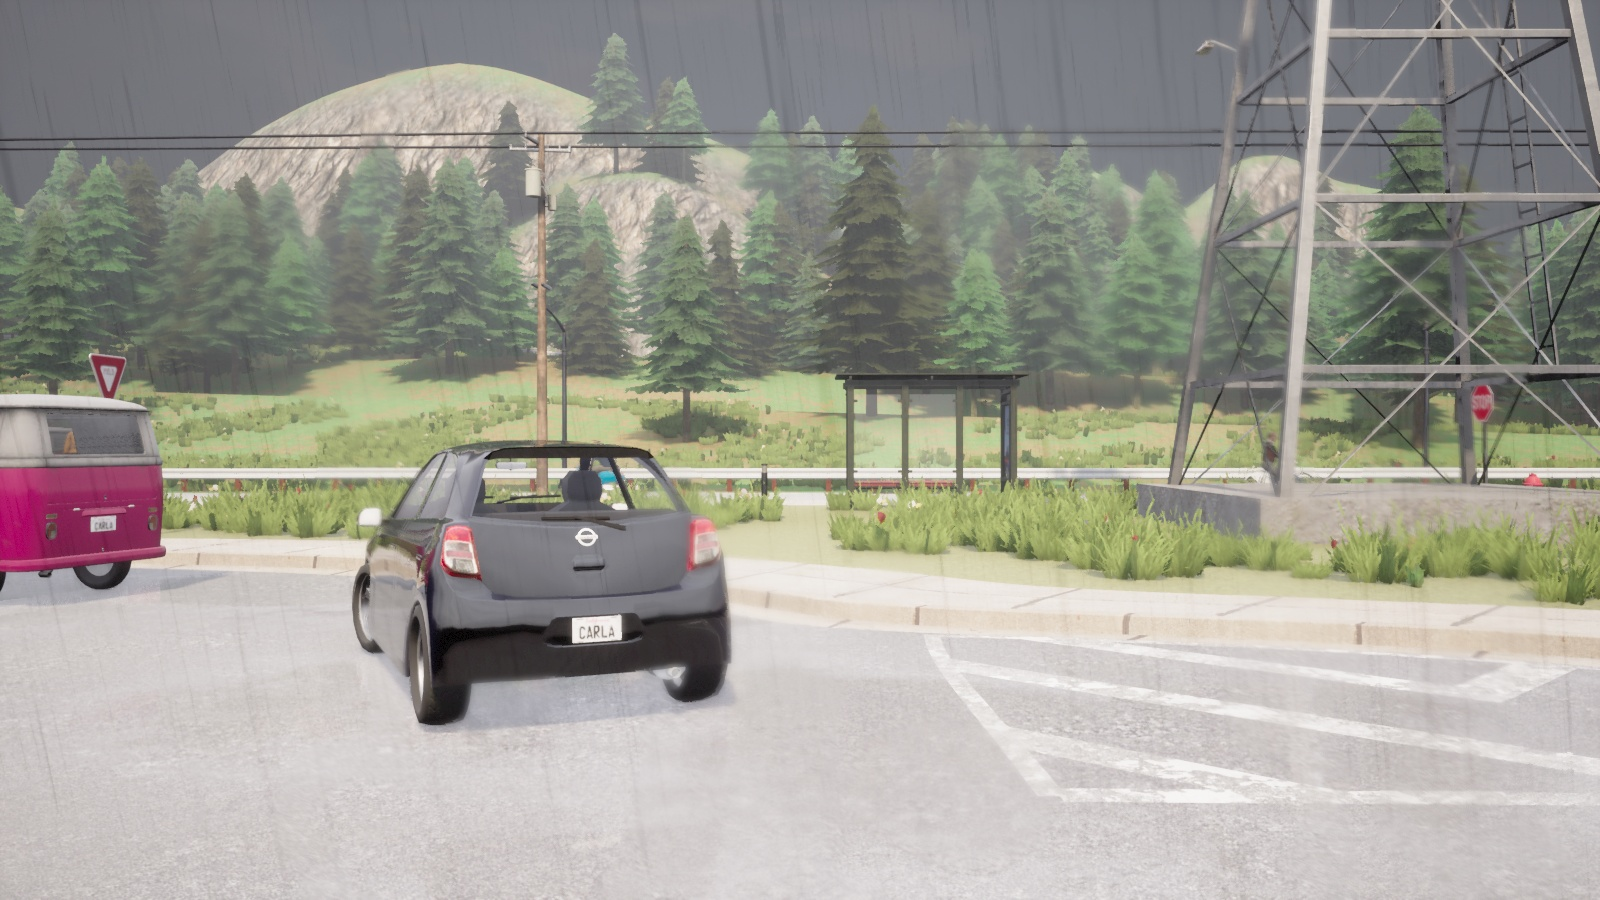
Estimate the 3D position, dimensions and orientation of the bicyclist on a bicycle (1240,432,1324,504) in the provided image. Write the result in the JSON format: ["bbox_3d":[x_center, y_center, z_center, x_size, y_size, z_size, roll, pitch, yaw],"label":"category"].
[{"bbox_3d":[12.136,0.447,31.649,1.843,1.776,0.659,-1,0,1],"label":"bicyclist on a bicycle"}]

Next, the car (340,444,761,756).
[{"bbox_3d":[-1.817,0.713,8.088,1.845,1.501,3.633,0,0,-25],"label":"car"}]

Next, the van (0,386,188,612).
[{"bbox_3d":[-8.610,0.422,12.534,4.442,1.987,1.775,0,0,16],"label":"van"}]
